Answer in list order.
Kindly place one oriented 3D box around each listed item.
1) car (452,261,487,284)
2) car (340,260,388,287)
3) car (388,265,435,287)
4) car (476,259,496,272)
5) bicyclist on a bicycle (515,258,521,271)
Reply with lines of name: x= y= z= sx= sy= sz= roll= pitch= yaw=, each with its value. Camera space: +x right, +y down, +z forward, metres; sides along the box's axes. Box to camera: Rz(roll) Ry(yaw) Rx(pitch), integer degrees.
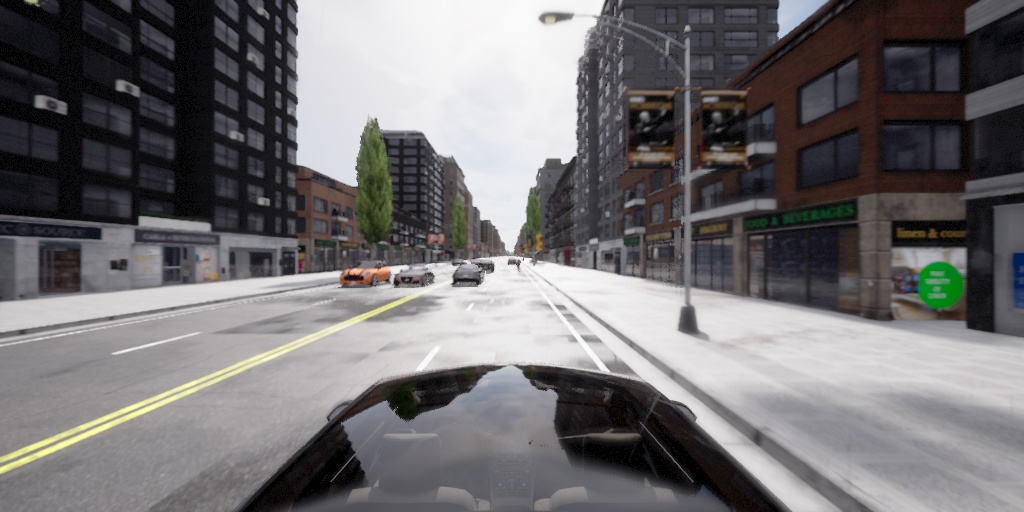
car: x=-3.151 y=1.302 z=26.465 sx=1.994 sy=1.385 sz=4.181 roll=0 pitch=0 yaw=0
car: x=-9.846 y=1.092 z=24.488 sx=2.097 sy=1.767 sz=4.553 roll=0 pitch=0 yaw=0
car: x=-6.597 y=1.304 z=24.474 sx=1.994 sy=1.385 sz=4.181 roll=0 pitch=0 yaw=0
car: x=-3.151 y=1.195 z=45.261 sx=1.882 sy=1.535 sz=5.008 roll=0 pitch=0 yaw=0
bicyclist on a bicycle: x=0.891 y=1.170 z=45.397 sx=0.582 sy=1.620 sz=1.656 roll=0 pitch=0 yaw=0
